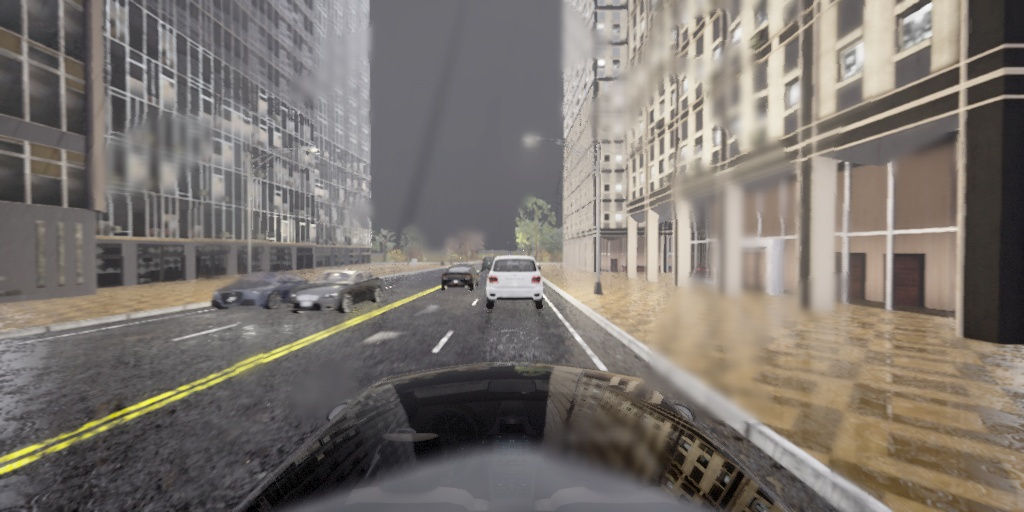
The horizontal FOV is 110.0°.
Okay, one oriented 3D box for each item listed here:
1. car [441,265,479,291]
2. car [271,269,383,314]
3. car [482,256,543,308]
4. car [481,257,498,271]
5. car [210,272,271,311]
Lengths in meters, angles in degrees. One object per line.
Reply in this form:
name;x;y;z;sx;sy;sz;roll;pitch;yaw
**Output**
car;-3.145;1.289;22.540;1.882;1.535;5.008;0;0;0
car;-6.595;1.280;13.957;2.128;1.511;4.902;0;0;0
car;0.105;1.013;15.493;2.150;2.045;5.566;0;0;0
car;-3.138;1.106;51.877;2.150;2.045;5.566;0;0;0
car;-9.844;1.355;14.625;1.994;1.385;4.181;0;0;0
